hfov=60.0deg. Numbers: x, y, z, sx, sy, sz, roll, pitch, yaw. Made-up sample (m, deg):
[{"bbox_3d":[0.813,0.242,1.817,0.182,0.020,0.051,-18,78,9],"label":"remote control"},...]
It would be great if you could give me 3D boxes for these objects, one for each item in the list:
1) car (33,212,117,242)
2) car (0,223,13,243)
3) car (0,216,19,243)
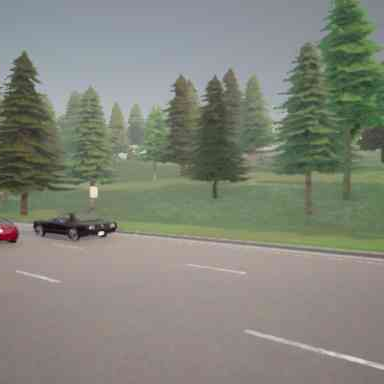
[{"bbox_3d":[-6.074,1.670,16.932,4.718,1.301,1.895,0,0,36],"label":"car"},{"bbox_3d":[-7.462,1.601,9.318,5.357,1.411,2.033,0,0,36],"label":"car"},{"bbox_3d":[-9.831,1.643,15.315,4.181,1.385,1.994,0,0,36],"label":"car"}]
